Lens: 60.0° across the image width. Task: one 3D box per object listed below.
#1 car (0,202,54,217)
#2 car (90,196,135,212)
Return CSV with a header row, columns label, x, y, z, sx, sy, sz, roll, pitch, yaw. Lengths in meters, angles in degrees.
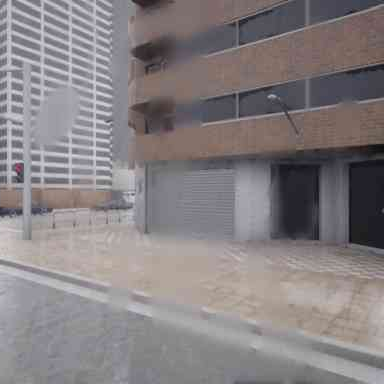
label,x,y,z,sx,sy,sz,roll,pitch,yaw
car,-15.559,1.601,30.977,1.895,1.301,4.718,0,0,36
car,-9.403,1.547,39.434,2.033,1.411,5.357,0,0,36
